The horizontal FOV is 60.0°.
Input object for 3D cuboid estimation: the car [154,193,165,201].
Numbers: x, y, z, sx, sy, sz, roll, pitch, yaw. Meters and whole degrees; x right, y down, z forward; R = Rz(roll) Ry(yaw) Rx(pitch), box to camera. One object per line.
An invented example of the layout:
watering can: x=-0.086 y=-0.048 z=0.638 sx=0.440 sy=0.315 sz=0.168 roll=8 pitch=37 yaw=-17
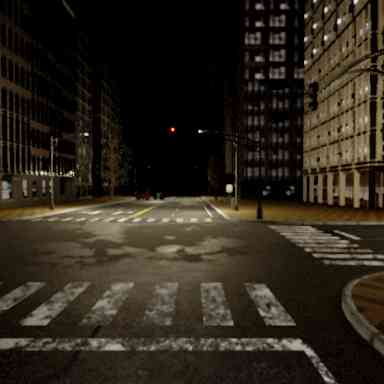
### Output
car: x=-6.538 y=0.935 z=66.519 sx=2.128 sy=1.511 sz=4.902 roll=0 pitch=0 yaw=0

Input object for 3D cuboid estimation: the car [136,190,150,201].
car: x=-9.788 y=0.712 z=66.485 sx=2.150 sy=2.045 sz=5.566 roll=0 pitch=0 yaw=0
